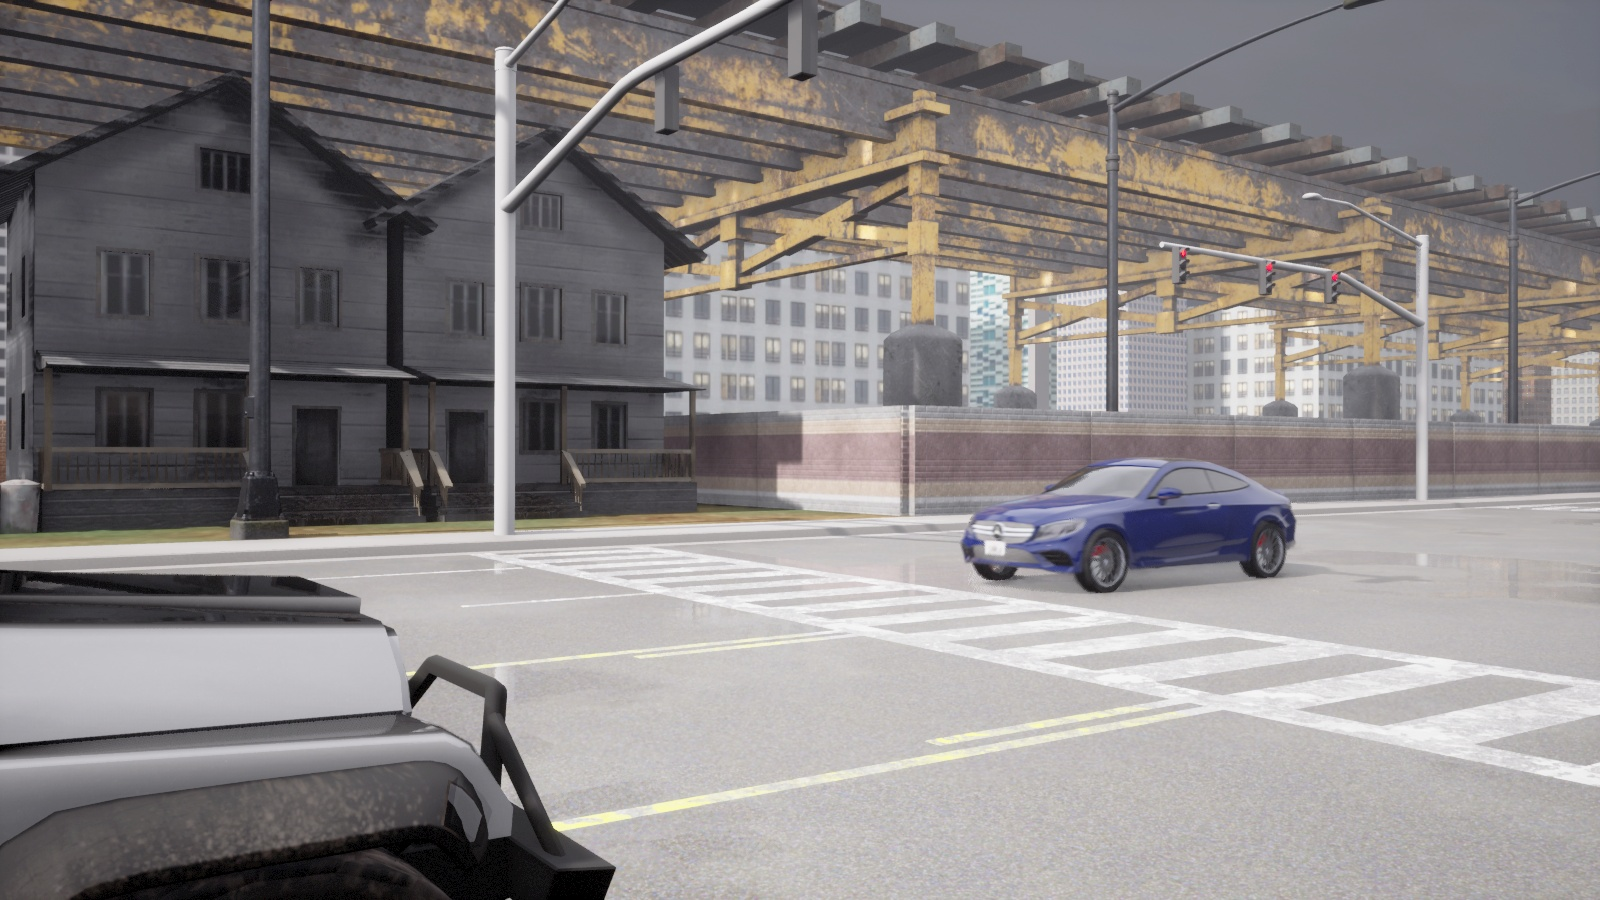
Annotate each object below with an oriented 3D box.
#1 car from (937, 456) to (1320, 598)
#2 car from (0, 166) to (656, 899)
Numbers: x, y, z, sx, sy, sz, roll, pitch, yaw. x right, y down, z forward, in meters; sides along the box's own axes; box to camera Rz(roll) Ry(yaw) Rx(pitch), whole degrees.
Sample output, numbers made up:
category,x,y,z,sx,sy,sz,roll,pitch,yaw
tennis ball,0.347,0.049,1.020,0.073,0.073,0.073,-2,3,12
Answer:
category,x,y,z,sx,sy,sz,roll,pitch,yaw
car,4.007,0.799,14.972,4.674,1.442,1.812,0,0,-35
car,-2.398,0.551,1.999,3.866,1.878,1.905,0,0,-34
